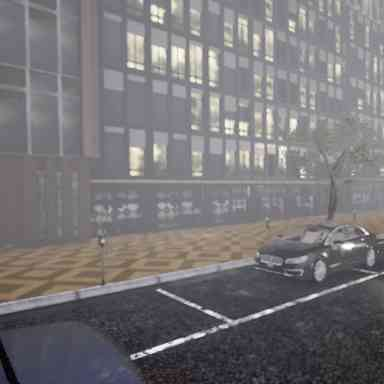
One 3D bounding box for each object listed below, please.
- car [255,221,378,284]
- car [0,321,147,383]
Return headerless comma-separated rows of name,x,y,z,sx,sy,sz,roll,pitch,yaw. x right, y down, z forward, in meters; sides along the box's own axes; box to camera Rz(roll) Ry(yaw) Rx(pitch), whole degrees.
car,3.644,1.534,9.428,4.403,1.369,2.008,0,-1,-37
car,-2.690,1.569,1.355,5.357,1.411,2.033,0,0,-37
